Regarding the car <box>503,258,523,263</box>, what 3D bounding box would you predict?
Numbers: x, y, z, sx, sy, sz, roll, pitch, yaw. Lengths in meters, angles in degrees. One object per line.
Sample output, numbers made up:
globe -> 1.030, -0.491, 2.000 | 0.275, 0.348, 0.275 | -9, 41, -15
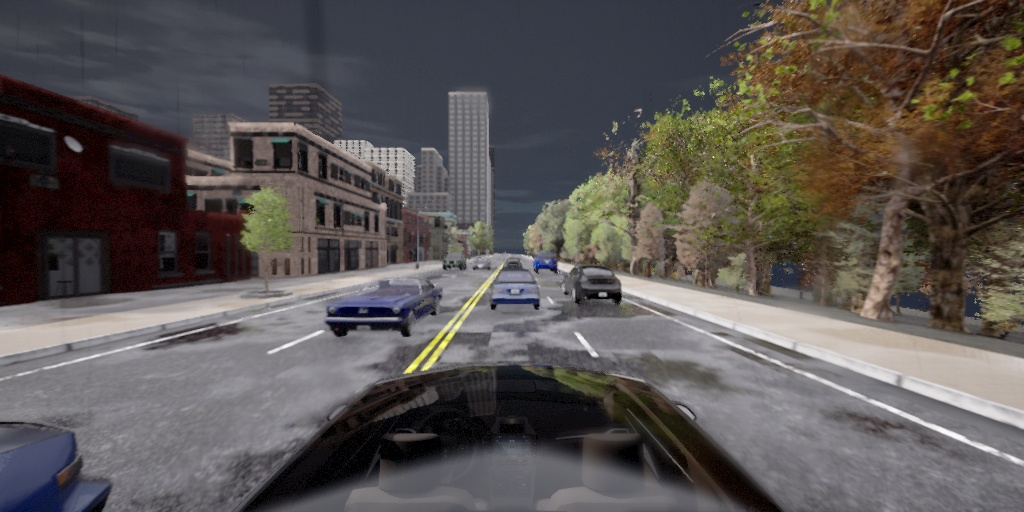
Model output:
car -> 0.099, 0.943, 37.902 | 1.837, 1.490, 4.892 | 0, 1, 0

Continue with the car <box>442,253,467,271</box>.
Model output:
car -> -6.575, 0.628, 41.711 | 2.150, 2.045, 5.566 | 0, 0, 0

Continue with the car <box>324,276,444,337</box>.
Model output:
car -> -3.300, 1.278, 10.197 | 1.895, 1.301, 4.718 | 0, 0, 0

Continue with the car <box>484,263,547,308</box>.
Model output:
car -> 0.102, 1.189, 14.375 | 2.033, 1.411, 5.357 | 0, 1, 0

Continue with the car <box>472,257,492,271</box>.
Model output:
car -> -3.332, 0.906, 40.510 | 2.128, 1.511, 4.902 | 0, 0, 0

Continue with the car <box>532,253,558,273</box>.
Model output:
car -> 3.347, 0.670, 36.723 | 2.150, 2.045, 5.566 | 0, 1, 0

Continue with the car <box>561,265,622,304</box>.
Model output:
car -> 3.350, 1.137, 15.638 | 1.837, 1.490, 4.892 | 0, 1, 0
